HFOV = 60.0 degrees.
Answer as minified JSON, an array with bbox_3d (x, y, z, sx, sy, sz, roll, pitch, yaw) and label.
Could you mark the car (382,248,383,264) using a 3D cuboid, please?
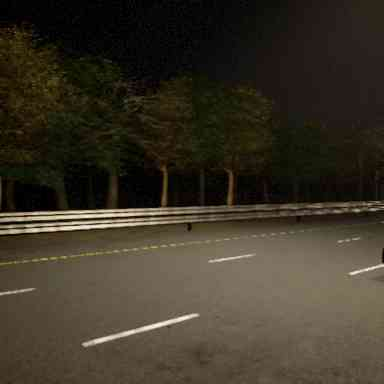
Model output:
[{"bbox_3d":[7.177,1.604,8.994,4.718,1.301,1.895,0,0,-36],"label":"car"}]
